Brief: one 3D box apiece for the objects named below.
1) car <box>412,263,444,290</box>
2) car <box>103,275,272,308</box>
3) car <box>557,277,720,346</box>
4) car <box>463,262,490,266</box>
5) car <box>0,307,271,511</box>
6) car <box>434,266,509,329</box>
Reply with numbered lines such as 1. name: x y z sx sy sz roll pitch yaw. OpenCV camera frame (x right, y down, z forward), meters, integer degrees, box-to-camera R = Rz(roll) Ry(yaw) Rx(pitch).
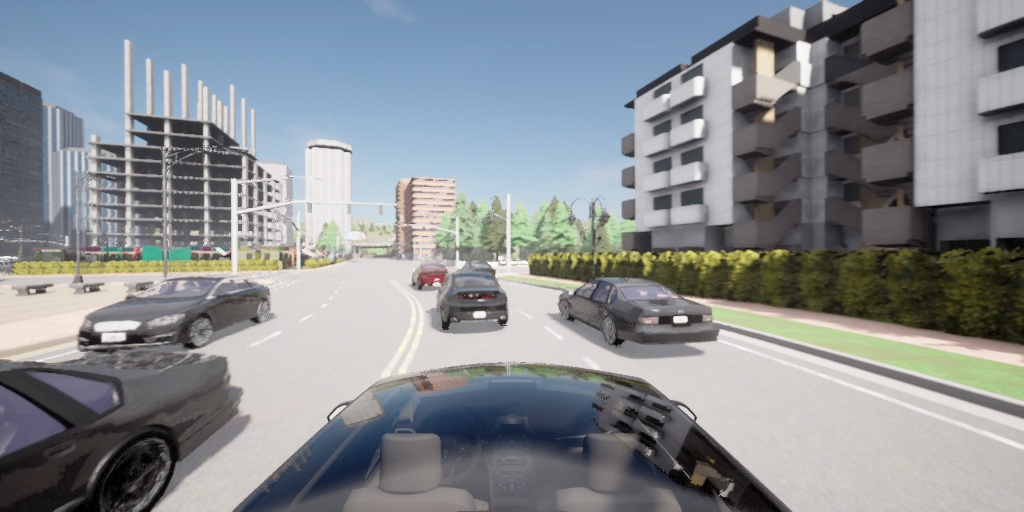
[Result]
1. car: -5.062 1.188 22.298 1.882 1.535 5.008 0 0 -21
2. car: -8.023 1.268 9.172 2.128 1.511 4.902 0 0 -12
3. car: 2.767 1.253 9.307 2.033 1.411 5.357 0 0 -10
4. car: -2.618 1.161 25.620 1.882 1.535 5.008 0 0 -21
5. car: -3.675 1.323 1.353 2.033 1.411 5.357 0 0 -2
6. car: -1.384 1.230 11.391 1.837 1.490 4.892 0 0 -14
